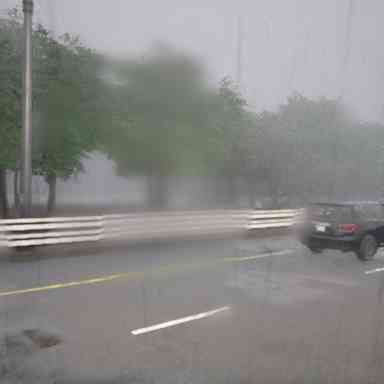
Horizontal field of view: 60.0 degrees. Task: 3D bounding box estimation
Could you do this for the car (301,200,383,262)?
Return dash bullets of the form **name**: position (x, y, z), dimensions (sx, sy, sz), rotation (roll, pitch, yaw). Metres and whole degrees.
- **car**: position (6.569, 1.345, 12.837), dimensions (5.566, 2.045, 2.150), rotation (0, 0, -35)
